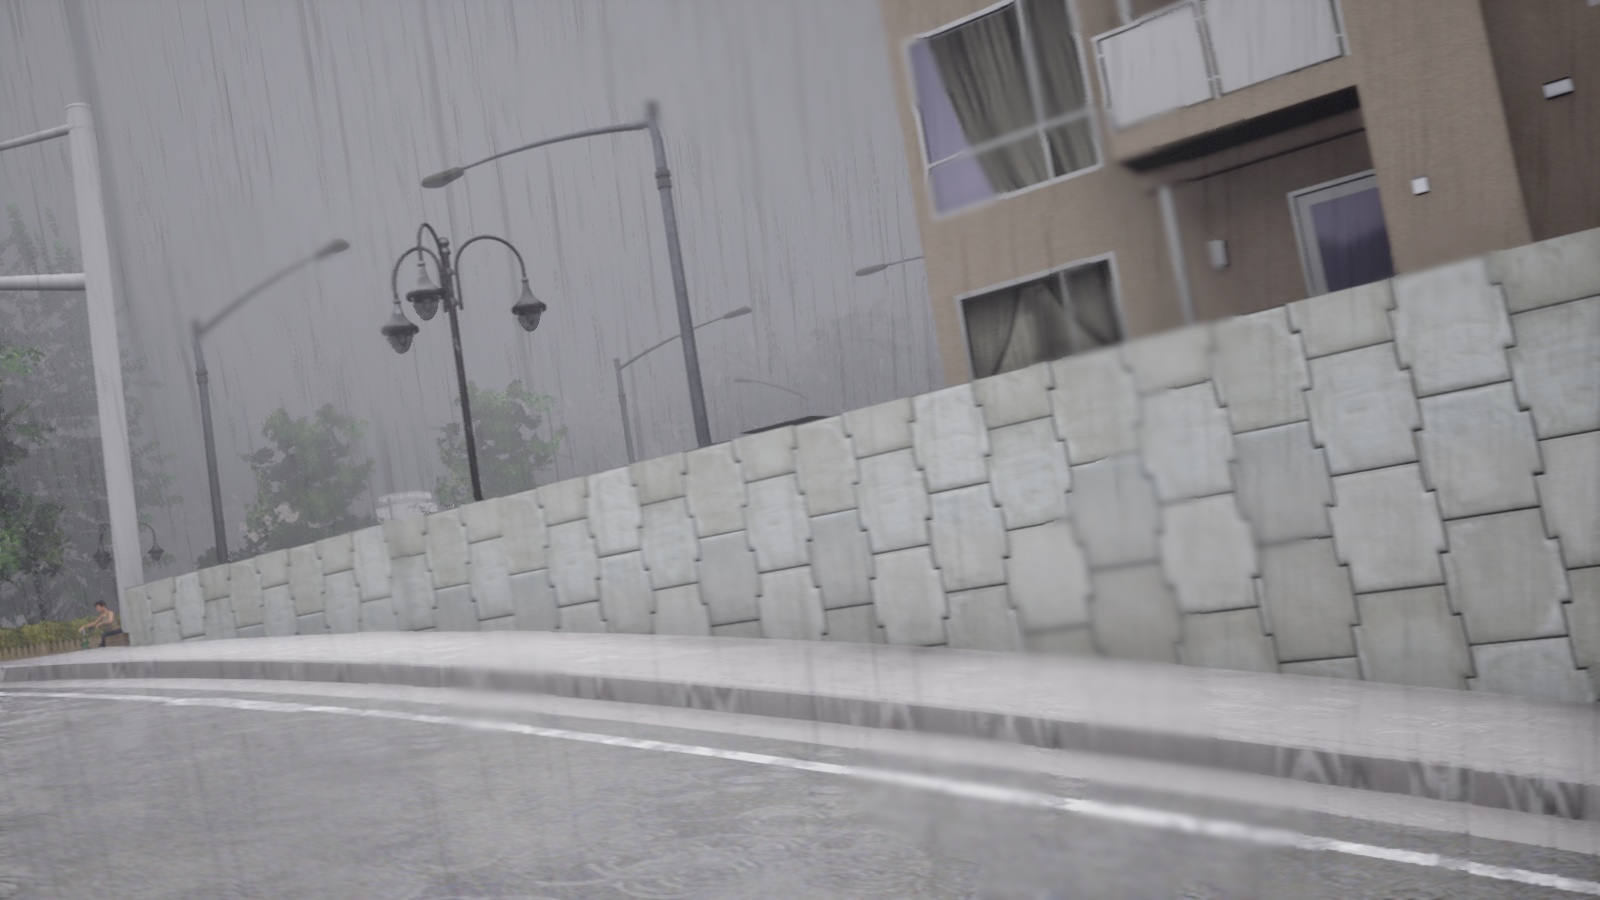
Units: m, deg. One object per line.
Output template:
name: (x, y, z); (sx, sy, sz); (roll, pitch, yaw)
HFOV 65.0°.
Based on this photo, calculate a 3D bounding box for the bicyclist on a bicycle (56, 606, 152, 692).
bicyclist on a bicycle: (-15.639, 4.465, 28.237); (0.866, 1.612, 1.509); (-14, -7, 34)
